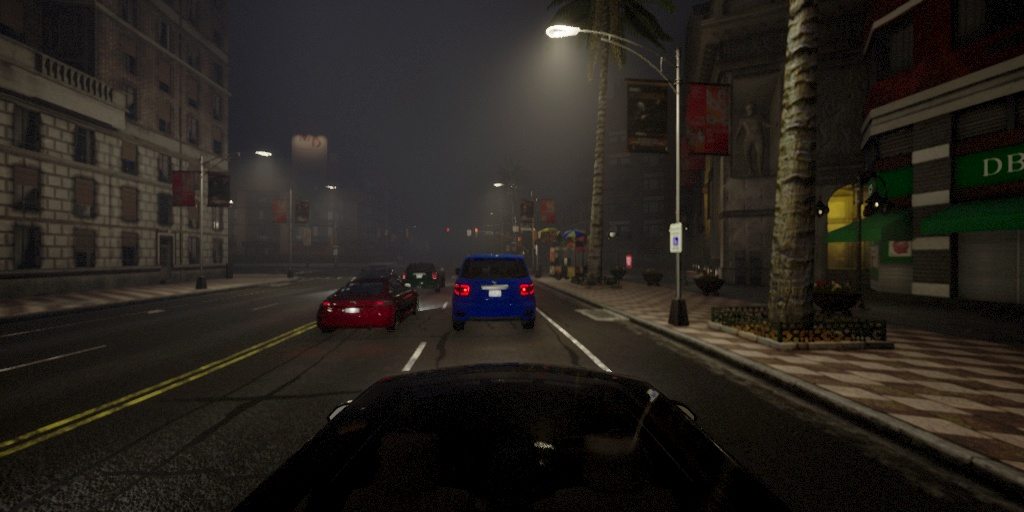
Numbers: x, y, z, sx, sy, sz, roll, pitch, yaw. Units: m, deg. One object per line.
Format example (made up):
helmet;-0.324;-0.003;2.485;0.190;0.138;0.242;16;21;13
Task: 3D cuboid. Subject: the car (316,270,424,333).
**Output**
car;-4.108;1.311;10.848;1.994;1.385;4.181;0;0;-5

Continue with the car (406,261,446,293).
car;-5.095;1.097;20.995;2.097;1.767;4.553;0;0;-6

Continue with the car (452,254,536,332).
car;-0.598;0.969;11.107;2.150;2.045;5.566;0;0;-4

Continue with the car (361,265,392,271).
car;-9.023;1.329;24.074;1.994;1.385;4.181;0;0;-6
